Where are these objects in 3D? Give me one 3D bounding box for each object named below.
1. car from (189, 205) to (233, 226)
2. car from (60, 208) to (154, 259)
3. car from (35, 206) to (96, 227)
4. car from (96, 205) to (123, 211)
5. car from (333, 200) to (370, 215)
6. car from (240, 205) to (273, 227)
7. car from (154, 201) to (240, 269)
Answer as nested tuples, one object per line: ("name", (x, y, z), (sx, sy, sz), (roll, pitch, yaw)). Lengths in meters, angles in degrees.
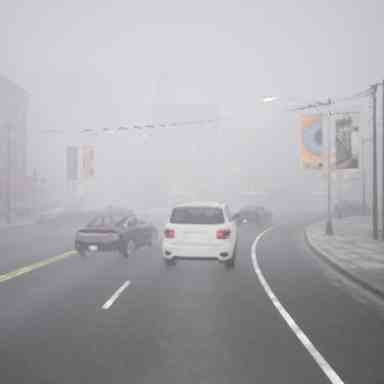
("car", (1.618, 1.845, 26.809), (1.994, 1.385, 4.181), (0, -1, 28))
("car", (-2.792, 1.632, 13.225), (2.128, 1.511, 4.902), (0, 0, 10))
("car", (-9.900, 1.790, 25.759), (2.002, 1.452, 4.674), (0, -1, 20))
("car", (-7.735, 1.920, 31.064), (1.895, 1.301, 4.718), (0, -1, 30))
("car", (18.908, 1.761, 39.359), (4.553, 1.767, 2.097), (0, -1, -30))
("car", (4.843, 1.773, 25.432), (1.837, 1.490, 4.892), (0, 0, 28))
("car", (0.491, 1.350, 11.882), (2.150, 2.045, 5.566), (0, 0, 9))
